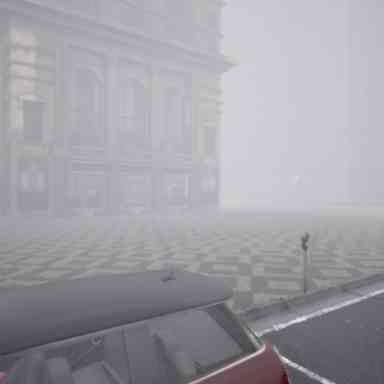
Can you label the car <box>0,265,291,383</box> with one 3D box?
[{"bbox_3d":[-1.240,1.426,2.097,4.097,1.590,1.967,0,0,-35],"label":"car"}]
